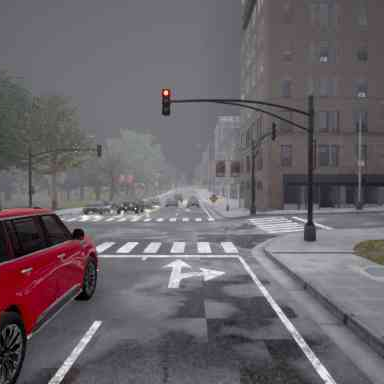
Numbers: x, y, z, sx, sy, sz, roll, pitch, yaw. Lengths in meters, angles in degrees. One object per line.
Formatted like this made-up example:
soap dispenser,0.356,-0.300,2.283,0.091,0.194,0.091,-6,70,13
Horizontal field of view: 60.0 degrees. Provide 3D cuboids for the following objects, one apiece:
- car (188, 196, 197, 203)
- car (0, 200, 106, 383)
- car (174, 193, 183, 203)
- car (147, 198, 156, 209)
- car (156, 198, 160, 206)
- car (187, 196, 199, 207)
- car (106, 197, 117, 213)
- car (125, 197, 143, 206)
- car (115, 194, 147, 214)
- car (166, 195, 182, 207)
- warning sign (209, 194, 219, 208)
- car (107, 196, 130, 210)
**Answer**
car,0.115,1.622,75.306,1.837,1.490,4.892,0,0,0
car,-3.119,1.220,5.165,2.150,2.045,5.566,0,0,-2
car,-3.135,1.347,75.311,2.150,2.045,5.566,0,0,0
car,-6.533,1.579,45.583,1.812,1.442,4.674,0,0,0
car,-6.501,1.651,56.742,1.994,1.385,4.181,0,0,0
car,0.179,1.619,51.744,2.033,1.411,5.357,0,0,0
car,-9.800,1.575,34.943,2.033,1.411,5.357,0,0,0
car,-9.751,1.577,55.976,2.128,1.511,4.902,0,0,0
car,-6.548,1.252,35.828,2.150,2.045,5.566,0,0,0
car,-3.075,1.619,51.534,2.033,1.411,5.357,0,0,0
warning sign,2.939,1.168,45.026,1.300,1.860,1.060,1,1,0
car,-9.782,1.402,44.474,2.097,1.767,4.553,0,0,0
